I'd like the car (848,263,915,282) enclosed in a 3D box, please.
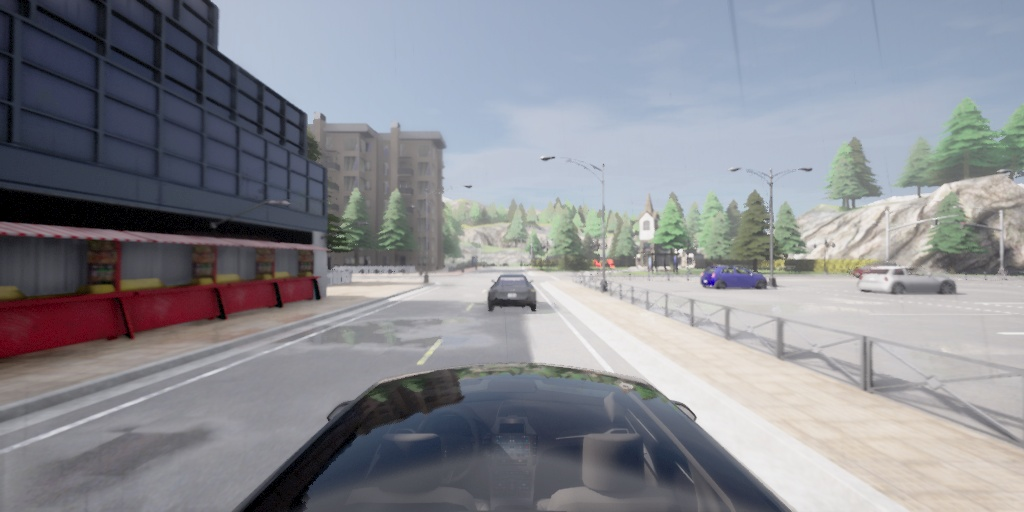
[{"bbox_3d":[37.530,1.670,36.606,4.674,1.442,1.812,0,-1,-1],"label":"car"}]

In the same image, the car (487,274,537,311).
[{"bbox_3d":[0.020,1.463,15.434,1.994,1.385,4.181,0,-1,0],"label":"car"}]

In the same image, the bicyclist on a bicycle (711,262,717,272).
[{"bbox_3d":[18.373,1.400,32.521,0.582,1.620,1.656,0,-1,-1],"label":"bicyclist on a bicycle"}]

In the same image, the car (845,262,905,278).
[{"bbox_3d":[40.596,1.534,40.165,4.553,1.767,2.097,0,-1,0],"label":"car"}]
